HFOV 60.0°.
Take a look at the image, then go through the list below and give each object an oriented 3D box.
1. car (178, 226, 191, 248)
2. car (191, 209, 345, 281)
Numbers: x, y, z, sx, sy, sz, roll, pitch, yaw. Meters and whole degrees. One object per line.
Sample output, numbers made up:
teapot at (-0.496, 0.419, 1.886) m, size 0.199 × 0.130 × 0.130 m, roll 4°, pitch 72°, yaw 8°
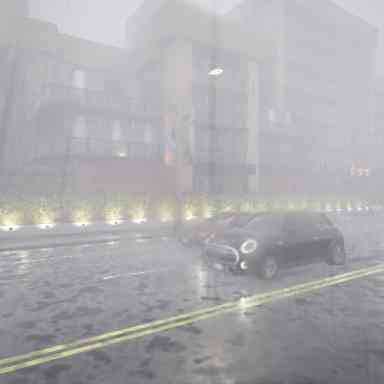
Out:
car at (1.650, 1.526, 13.615) m, size 4.674 × 1.442 × 1.812 m, roll 0°, pitch 0°, yaw -35°
car at (2.512, 1.354, 9.957) m, size 4.553 × 1.767 × 2.097 m, roll 0°, pitch 0°, yaw -35°
